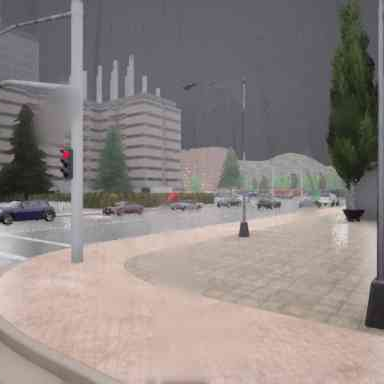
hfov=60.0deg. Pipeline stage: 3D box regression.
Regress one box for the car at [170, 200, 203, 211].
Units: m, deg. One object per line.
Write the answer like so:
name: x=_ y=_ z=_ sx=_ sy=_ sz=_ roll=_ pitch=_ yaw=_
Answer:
car: x=-0.665 y=1.601 z=40.619 sx=1.895 sy=1.301 sz=4.718 roll=0 pitch=0 yaw=36

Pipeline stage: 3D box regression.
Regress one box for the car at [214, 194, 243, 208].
car: x=5.484 y=1.505 z=49.009 sx=1.837 sy=1.490 sz=4.892 roll=0 pitch=0 yaw=37

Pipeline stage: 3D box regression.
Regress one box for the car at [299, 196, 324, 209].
car: x=16.239 y=1.564 z=45.685 sx=1.994 sy=1.385 sz=4.181 roll=0 pitch=0 yaw=36

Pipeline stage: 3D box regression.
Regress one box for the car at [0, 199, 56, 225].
car: x=-12.480 y=1.352 z=24.376 sx=2.097 sy=1.767 sz=4.553 roll=0 pitch=0 yaw=36

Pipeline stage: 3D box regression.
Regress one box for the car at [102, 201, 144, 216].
car: x=-6.636 y=1.564 z=32.426 sx=1.994 sy=1.385 sz=4.181 roll=0 pitch=0 yaw=36

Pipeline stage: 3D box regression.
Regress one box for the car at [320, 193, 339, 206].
car: x=22.085 y=1.221 z=53.721 sx=2.150 sy=2.045 sz=5.566 roll=0 pitch=0 yaw=36

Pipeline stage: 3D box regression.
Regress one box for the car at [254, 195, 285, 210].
car: x=10.162 y=1.504 z=43.275 sx=1.837 sy=1.490 sz=4.892 roll=0 pitch=0 yaw=36

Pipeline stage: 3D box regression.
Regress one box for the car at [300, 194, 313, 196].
car: x=19.526 y=1.526 z=56.157 sx=1.812 sy=1.442 sz=4.674 roll=0 pitch=0 yaw=36
